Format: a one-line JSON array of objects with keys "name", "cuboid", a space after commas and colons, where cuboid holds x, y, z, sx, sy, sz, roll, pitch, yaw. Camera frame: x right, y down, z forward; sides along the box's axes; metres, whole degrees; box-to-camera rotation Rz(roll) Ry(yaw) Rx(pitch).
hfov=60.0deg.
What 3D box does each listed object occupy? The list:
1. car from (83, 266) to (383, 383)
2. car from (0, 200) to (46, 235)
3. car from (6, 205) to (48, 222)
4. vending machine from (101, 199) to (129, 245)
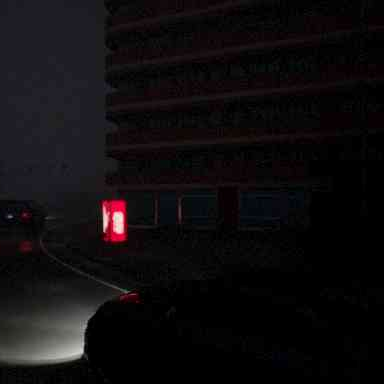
[{"name": "car", "cuboid": [0.623, 1.594, 3.805, 4.181, 1.385, 1.994, -1, -1, 38]}, {"name": "car", "cuboid": [-11.014, 1.521, 21.390, 2.150, 2.045, 5.566, -1, -1, -17]}, {"name": "car", "cuboid": [-15.676, 2.004, 31.807, 1.994, 1.385, 4.181, -1, -1, -1]}, {"name": "vending machine", "cuboid": [-3.693, 1.378, 15.902, 1.100, 2.100, 0.880, 0, -1, -30]}]
